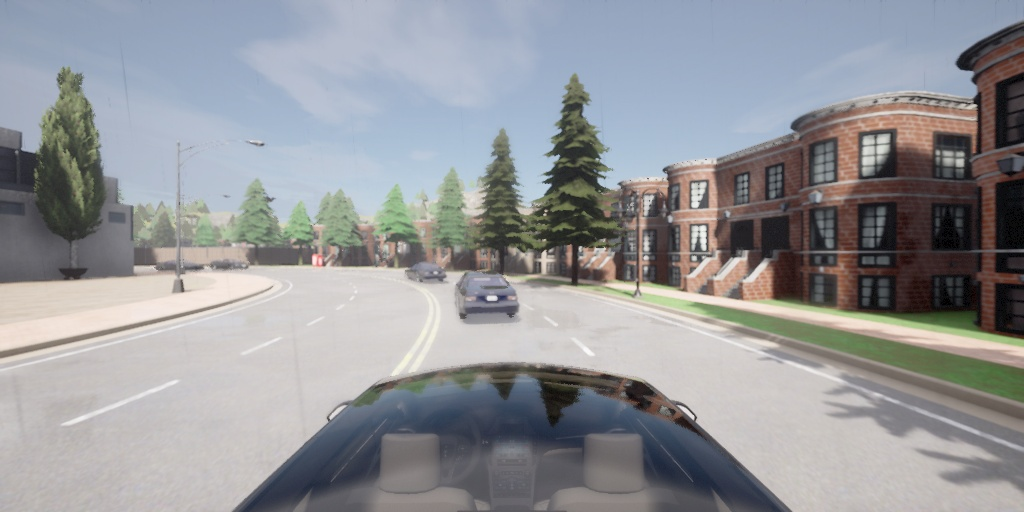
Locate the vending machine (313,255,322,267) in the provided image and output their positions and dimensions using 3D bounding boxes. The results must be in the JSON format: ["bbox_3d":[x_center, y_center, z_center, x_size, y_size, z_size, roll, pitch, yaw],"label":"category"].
[{"bbox_3d":[-29.951,0.779,55.212,0.880,2.100,1.100,0,0,18],"label":"vending machine"}]

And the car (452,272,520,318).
[{"bbox_3d":[-1.075,1.262,12.825,2.033,1.411,5.357,0,0,-11],"label":"car"}]

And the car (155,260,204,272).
[{"bbox_3d":[-39.531,1.172,42.694,5.357,1.411,2.033,0,0,12],"label":"car"}]

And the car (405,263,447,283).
[{"bbox_3d":[-6.614,1.217,27.249,2.033,1.411,5.357,0,0,-30],"label":"car"}]

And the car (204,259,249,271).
[{"bbox_3d":[-35.628,1.108,45.273,4.902,1.511,2.128,0,0,15],"label":"car"}]
